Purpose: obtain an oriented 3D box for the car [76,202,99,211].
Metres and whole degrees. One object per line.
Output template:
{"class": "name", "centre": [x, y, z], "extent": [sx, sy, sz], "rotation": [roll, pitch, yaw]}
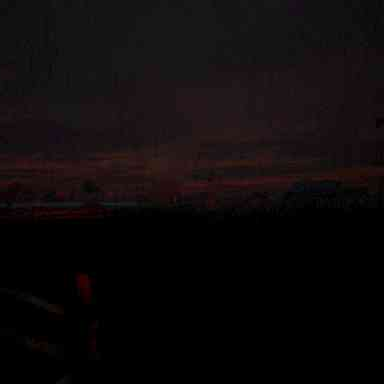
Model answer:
{"class": "car", "centre": [-19.201, 2.586, 61.236], "extent": [2.097, 1.767, 4.553], "rotation": [-1, -1, 18]}
